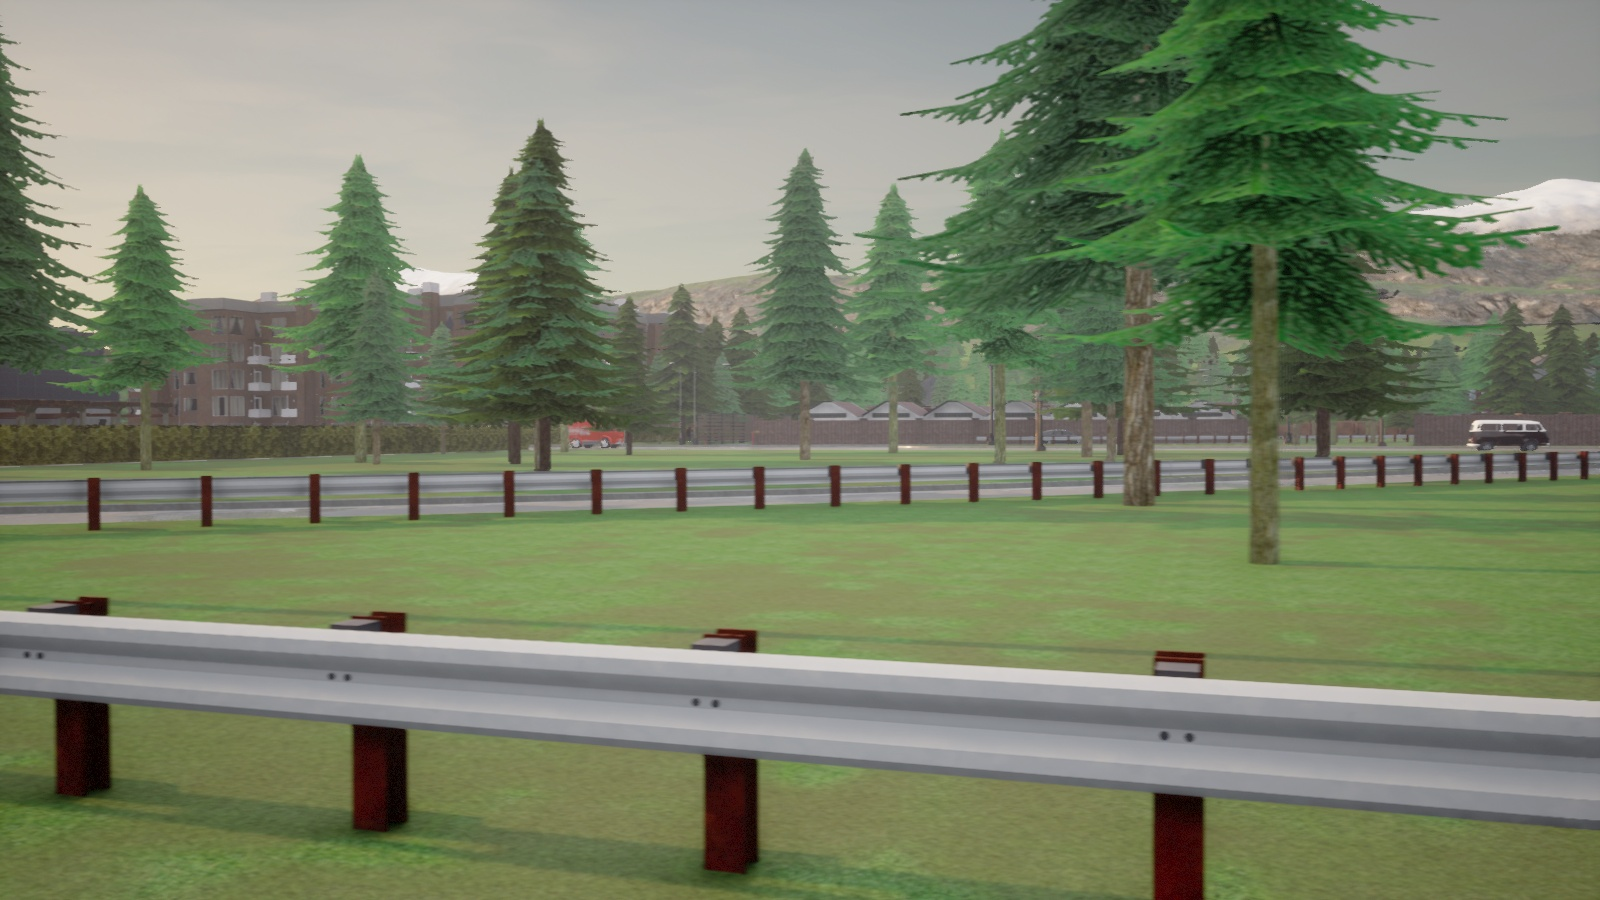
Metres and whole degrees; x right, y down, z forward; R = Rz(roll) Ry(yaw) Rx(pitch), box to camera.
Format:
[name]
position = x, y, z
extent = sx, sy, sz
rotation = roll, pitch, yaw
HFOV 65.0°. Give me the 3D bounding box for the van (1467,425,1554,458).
[van]
position = 45.068, -0.558, 79.783
extent = 4.480, 2.038, 2.069
rotation = 1, 1, 19
